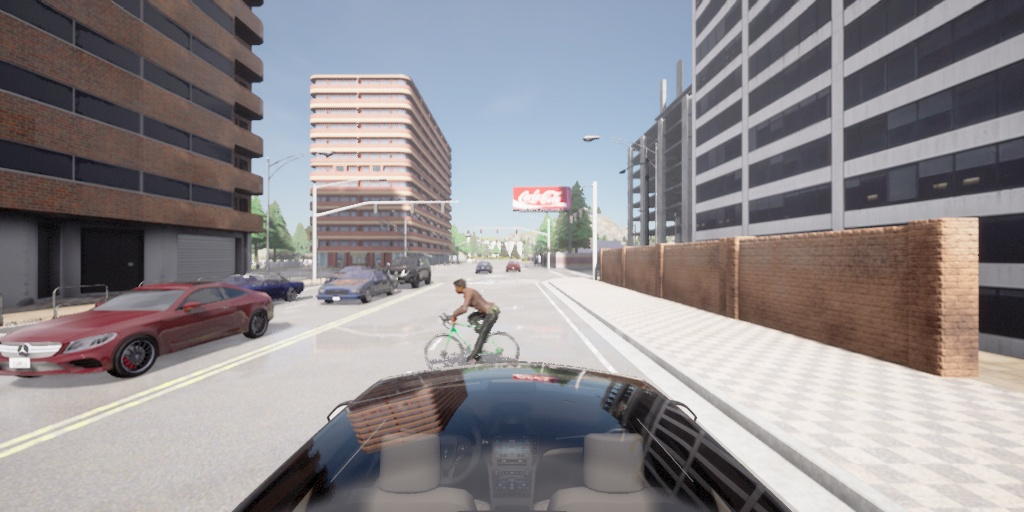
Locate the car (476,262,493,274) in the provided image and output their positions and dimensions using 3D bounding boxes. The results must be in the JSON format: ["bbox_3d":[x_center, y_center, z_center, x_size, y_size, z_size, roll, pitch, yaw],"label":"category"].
[{"bbox_3d":[-3.335,1.397,43.419,2.033,1.411,5.357,0,0,0],"label":"car"}]

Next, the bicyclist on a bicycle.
[{"bbox_3d":[-0.710,1.211,6.204,1.656,1.620,0.582,-2,0,0],"label":"bicyclist on a bicycle"}]

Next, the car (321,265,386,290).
[{"bbox_3d":[-10.466,1.351,24.221,2.033,1.411,5.357,0,0,0],"label":"car"}]

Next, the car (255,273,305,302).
[{"bbox_3d":[-10.564,1.381,14.389,1.895,1.301,4.718,0,0,0],"label":"car"}]

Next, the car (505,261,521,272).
[{"bbox_3d":[0.168,1.384,46.982,1.812,1.442,4.674,0,0,0],"label":"car"}]

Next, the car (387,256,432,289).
[{"bbox_3d":[-6.966,1.025,24.185,2.150,2.045,5.566,0,0,0],"label":"car"}]

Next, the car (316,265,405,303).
[{"bbox_3d":[-7.050,1.334,17.087,2.033,1.411,5.357,0,0,0],"label":"car"}]

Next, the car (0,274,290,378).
[{"bbox_3d":[-7.083,1.289,7.496,1.812,1.442,4.674,0,0,0],"label":"car"}]
